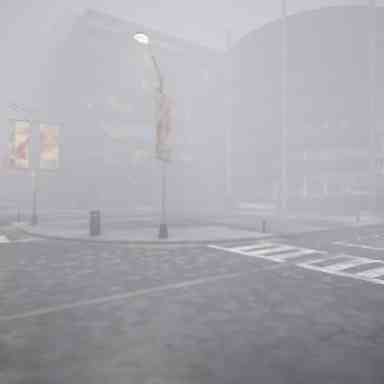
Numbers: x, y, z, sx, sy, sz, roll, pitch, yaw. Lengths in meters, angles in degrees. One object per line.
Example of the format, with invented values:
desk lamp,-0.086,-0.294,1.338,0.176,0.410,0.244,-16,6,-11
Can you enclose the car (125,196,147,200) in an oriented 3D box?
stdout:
car,-8.842,1.341,49.819,2.002,1.452,4.674,0,0,-36

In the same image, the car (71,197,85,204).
car,-19.322,1.429,57.297,2.161,1.482,4.786,0,0,-36

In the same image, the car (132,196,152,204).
car,-9.674,1.491,63.751,1.895,1.301,4.718,0,0,-36

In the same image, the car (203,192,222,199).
car,4.837,1.076,75.256,2.435,2.045,5.566,0,0,-36
